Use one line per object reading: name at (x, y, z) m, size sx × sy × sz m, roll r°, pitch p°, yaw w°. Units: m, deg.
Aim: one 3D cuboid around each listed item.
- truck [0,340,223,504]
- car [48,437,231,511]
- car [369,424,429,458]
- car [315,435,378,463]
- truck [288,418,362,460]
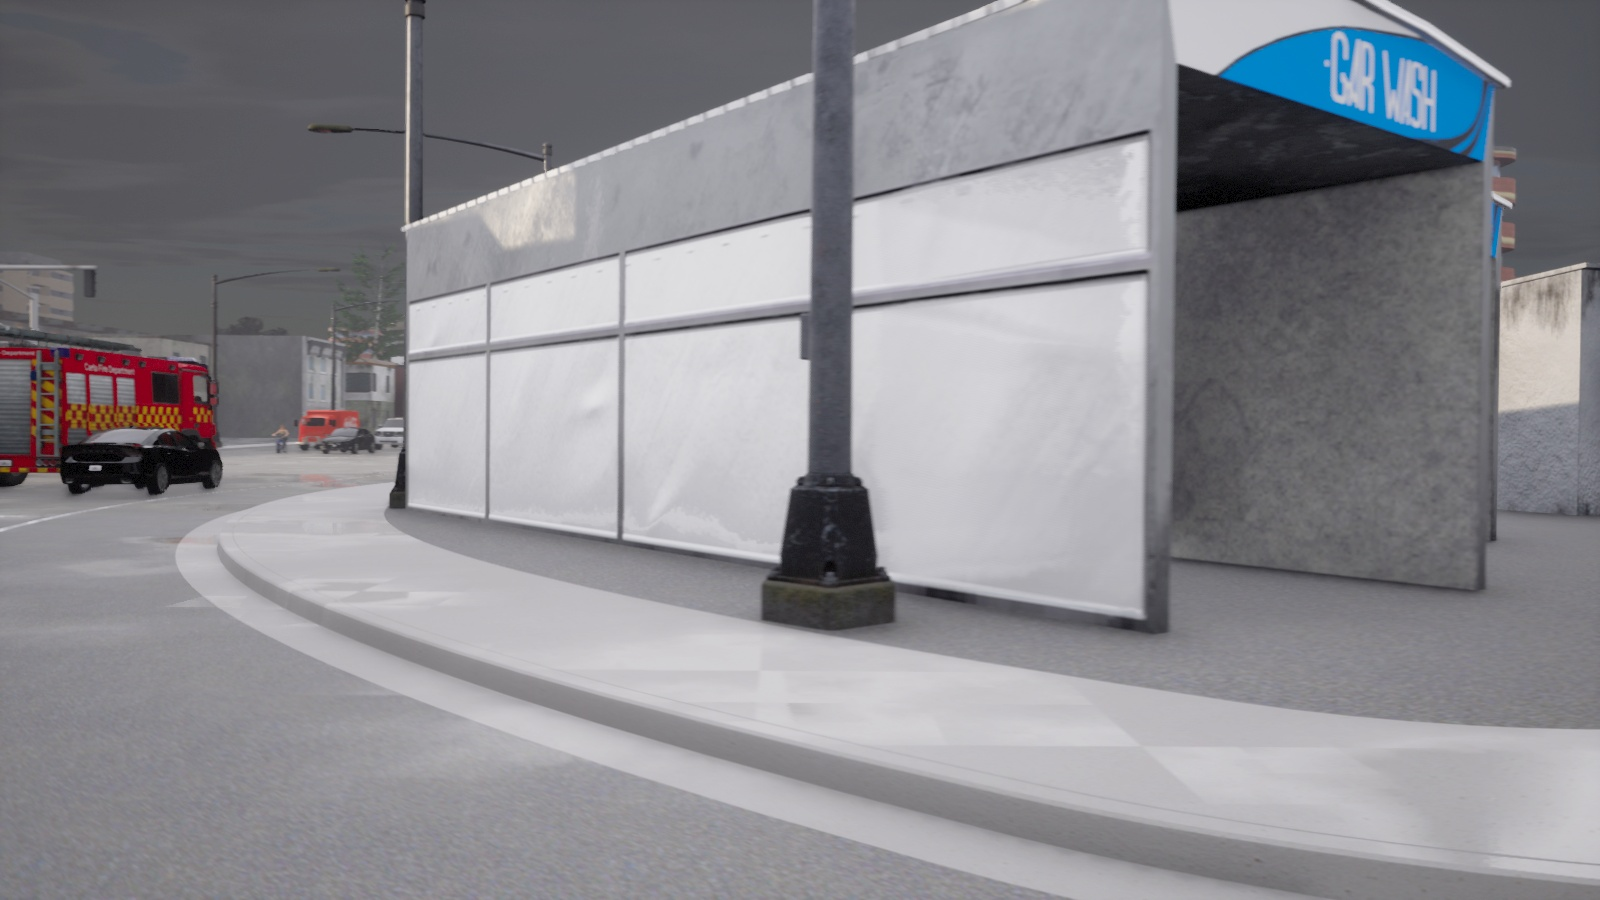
truck at (-18.745, -0.699, 33.618) m, size 2.891 × 3.827 × 8.468 m, roll 0°, pitch 1°, yaw -2°
car at (-15.085, 0.471, 29.032) m, size 1.882 × 1.535 × 5.008 m, roll -1°, pitch 1°, yaw -4°
car at (-25.935, -0.627, 81.375) m, size 2.150 × 2.045 × 5.566 m, roll 0°, pitch 2°, yaw -1°
car at (-25.751, -0.077, 71.493) m, size 1.837 × 1.490 × 4.892 m, roll -1°, pitch 1°, yaw -1°
truck at (-29.375, -0.705, 77.870) m, size 2.627 × 2.467 × 5.204 m, roll 0°, pitch 2°, yaw -1°
